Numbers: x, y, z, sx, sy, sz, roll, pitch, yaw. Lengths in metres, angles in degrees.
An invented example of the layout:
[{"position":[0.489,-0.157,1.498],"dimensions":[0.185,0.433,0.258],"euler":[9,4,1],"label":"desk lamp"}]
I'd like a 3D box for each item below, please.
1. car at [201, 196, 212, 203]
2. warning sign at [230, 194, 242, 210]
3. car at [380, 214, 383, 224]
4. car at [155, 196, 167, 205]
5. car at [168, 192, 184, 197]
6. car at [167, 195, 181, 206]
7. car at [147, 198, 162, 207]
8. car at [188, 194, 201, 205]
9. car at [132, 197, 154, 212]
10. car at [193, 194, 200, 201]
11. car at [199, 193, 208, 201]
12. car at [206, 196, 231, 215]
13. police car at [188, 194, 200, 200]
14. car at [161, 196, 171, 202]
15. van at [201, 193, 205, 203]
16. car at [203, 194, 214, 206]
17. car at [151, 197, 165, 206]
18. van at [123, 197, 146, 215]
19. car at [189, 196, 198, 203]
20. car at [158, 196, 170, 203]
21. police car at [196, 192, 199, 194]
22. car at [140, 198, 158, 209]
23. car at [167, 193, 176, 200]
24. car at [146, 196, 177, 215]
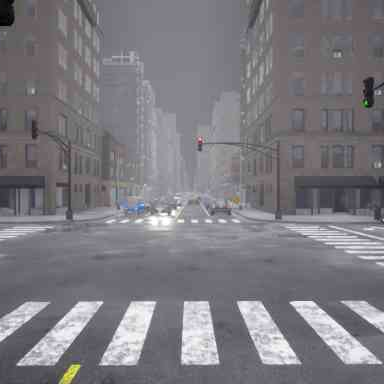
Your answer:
[{"position":[2.894,1.551,67.365],"dimensions":[2.008,1.369,4.403],"euler":[0,0,0],"label":"car"},{"position":[5.199,1.118,39.336],"dimensions":[1.300,1.860,1.060],"euler":[0,0,0],"label":"warning sign"},{"position":[14.355,1.520,20.697],"dimensions":[4.892,1.490,1.837],"euler":[0,0,0],"label":"car"},{"position":[-5.652,1.527,61.548],"dimensions":[1.752,1.417,4.829],"euler":[0,0,0],"label":"car"},{"position":[-2.904,1.224,54.492],"dimensions":[2.150,2.045,5.566],"euler":[0,0,0],"label":"car"},{"position":[-2.953,1.494,43.762],"dimensions":[2.128,1.511,4.902],"euler":[0,0,0],"label":"car"},{"position":[-5.690,1.585,50.381],"dimensions":[1.802,1.307,4.206],"euler":[0,0,0],"label":"car"},{"position":[0.288,1.528,56.744],"dimensions":[1.812,1.442,4.674],"euler":[0,0,0],"label":"car"},{"position":[-5.729,1.443,39.045],"dimensions":[1.967,1.590,4.097],"euler":[0,0,0],"label":"car"},{"position":[1.088,1.448,89.541],"dimensions":[1.801,1.575,5.366],"euler":[0,0,0],"label":"car"},{"position":[2.951,1.309,84.372],"dimensions":[2.192,1.841,5.009],"euler":[0,0,0],"label":"car"},{"position":[2.778,1.442,33.350],"dimensions":[1.967,1.590,4.097],"euler":[0,0,0],"label":"car"},{"position":[0.595,1.414,95.369],"dimensions":[1.930,1.638,5.238],"euler":[0,0,-16],"label":"police car"},{"position":[-5.613,1.543,73.054],"dimensions":[1.887,1.381,4.507],"euler":[0,0,0],"label":"car"},{"position":[2.855,1.344,56.026],"dimensions":[1.690,1.788,3.998],"euler":[0,0,0],"label":"van"},{"position":[2.816,1.443,44.688],"dimensions":[1.967,1.590,4.097],"euler":[0,0,0],"label":"car"},{"position":[-5.671,1.568,56.050],"dimensions":[1.947,1.339,4.313],"euler":[0,0,0],"label":"car"},{"position":[-5.748,1.343,33.376],"dimensions":[1.690,1.788,3.998],"euler":[0,0,0],"label":"van"},{"position":[0.286,1.601,69.163],"dimensions":[1.895,1.301,4.718],"euler":[0,0,1],"label":"car"},{"position":[-5.632,1.566,67.386],"dimensions":[1.947,1.339,4.313],"euler":[0,0,0],"label":"car"},{"position":[1.064,1.421,79.446],"dimensions":[1.930,1.638,5.238],"euler":[0,0,-1],"label":"police car"},{"position":[-5.709,1.569,44.713],"dimensions":[1.947,1.339,4.313],"euler":[0,0,0],"label":"car"},{"position":[-5.555,1.306,90.059],"dimensions":[2.192,1.841,5.009],"euler":[0,0,0],"label":"car"},{"position":[-2.993,1.493,33.517],"dimensions":[2.128,1.511,4.902],"euler":[0,0,0],"label":"car"}]
